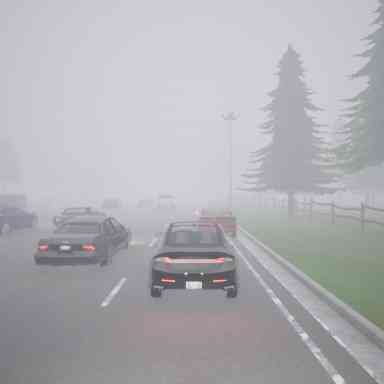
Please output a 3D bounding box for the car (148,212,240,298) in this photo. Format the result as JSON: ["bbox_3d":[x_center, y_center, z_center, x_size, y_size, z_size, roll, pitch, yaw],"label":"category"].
[{"bbox_3d":[0.054,1.492,8.510,2.128,1.511,4.902,0,0,0],"label":"car"}]

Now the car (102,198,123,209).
[{"bbox_3d":[-10.394,1.491,43.531,2.128,1.511,4.902,0,0,0],"label":"car"}]

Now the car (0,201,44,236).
[{"bbox_3d":[-10.397,1.477,18.370,1.882,1.535,5.008,0,0,0],"label":"car"}]

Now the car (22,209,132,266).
[{"bbox_3d":[-3.398,1.547,11.439,2.033,1.411,5.357,0,0,0],"label":"car"}]

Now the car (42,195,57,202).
[{"bbox_3d":[-31.806,1.478,74.196,1.882,1.535,5.008,0,0,-40],"label":"car"}]

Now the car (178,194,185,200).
[{"bbox_3d":[-3.486,1.595,90.881,1.895,1.301,4.718,0,0,0],"label":"car"}]

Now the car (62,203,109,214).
[{"bbox_3d":[-6.897,1.601,20.908,1.895,1.301,4.718,0,0,0],"label":"car"}]

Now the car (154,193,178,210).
[{"bbox_3d":[-3.392,1.221,44.216,2.150,2.045,5.566,0,0,0],"label":"car"}]

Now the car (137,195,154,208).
[{"bbox_3d":[-6.893,1.564,49.461,1.994,1.385,4.181,0,0,0],"label":"car"}]

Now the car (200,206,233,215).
[{"bbox_3d":[1.227,1.478,17.852,1.882,1.535,5.008,0,0,0],"label":"car"}]
